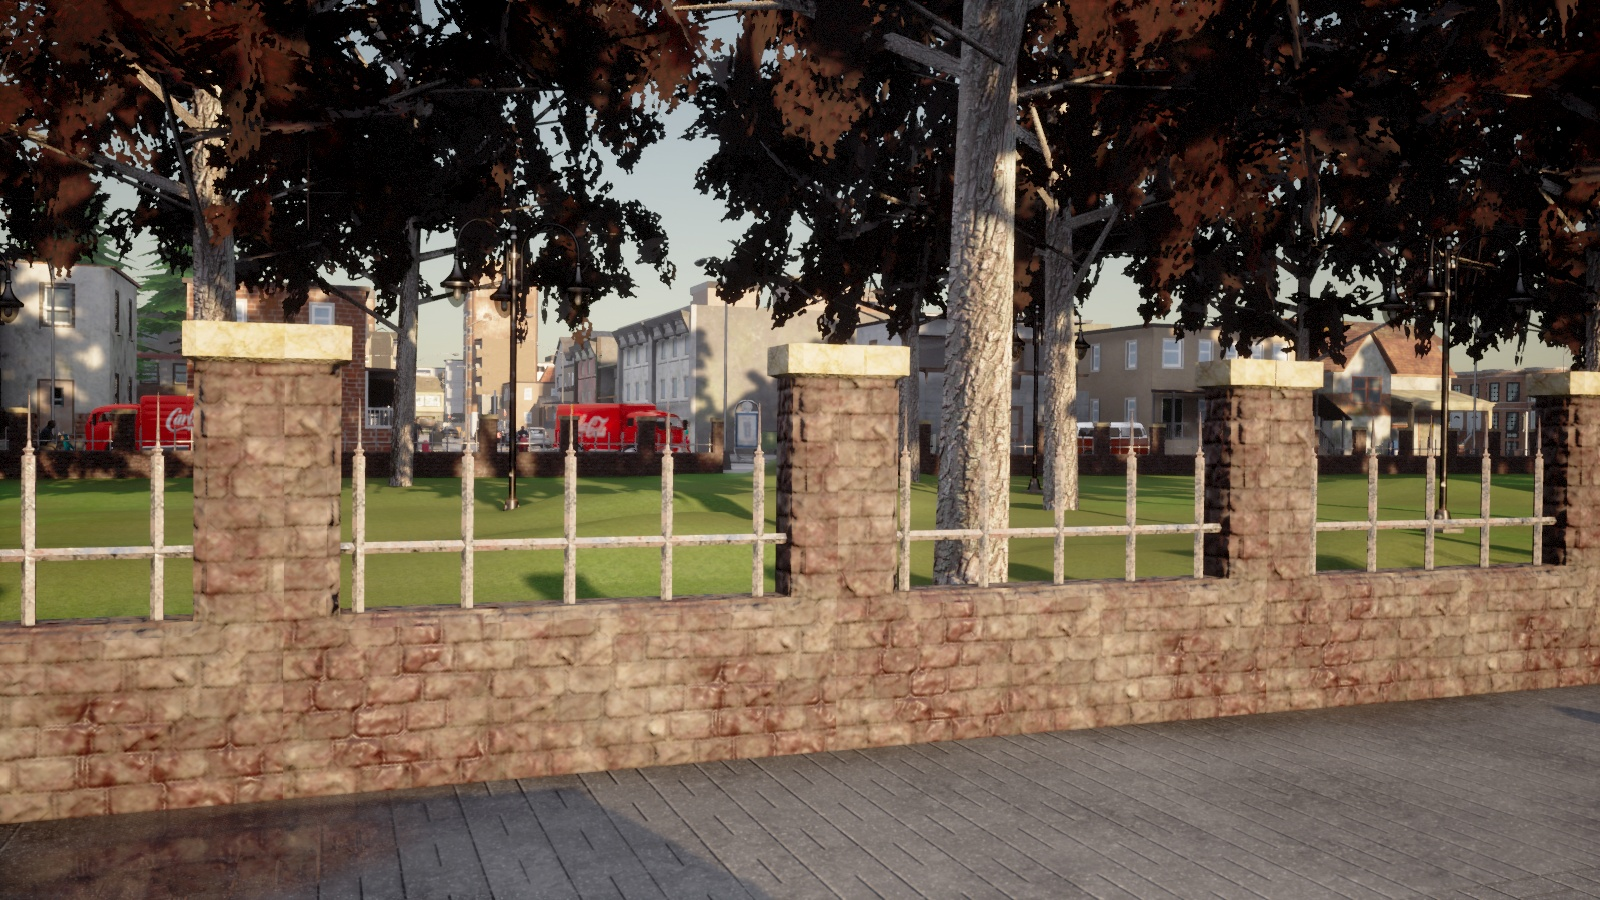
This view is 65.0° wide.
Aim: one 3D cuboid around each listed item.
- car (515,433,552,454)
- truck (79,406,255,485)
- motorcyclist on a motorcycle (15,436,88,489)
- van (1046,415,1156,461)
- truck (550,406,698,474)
[{"bbox_3d":[-18.827,-0.477,88.737,1.970,1.475,3.806,-1,1,-21],"label":"car"},{"bbox_3d":[-21.965,-0.190,43.890,5.204,2.467,2.627,-3,2,-22],"label":"truck"},{"bbox_3d":[-23.256,0.367,39.053,1.817,1.590,0.866,-1,1,-22],"label":"motorcyclist on a motorcycle"},{"bbox_3d":[13.751,-0.562,57.438,4.480,2.038,2.069,-1,1,-21],"label":"van"},{"bbox_3d":[-6.821,-0.410,48.593,5.204,2.467,2.627,0,3,35],"label":"truck"}]
